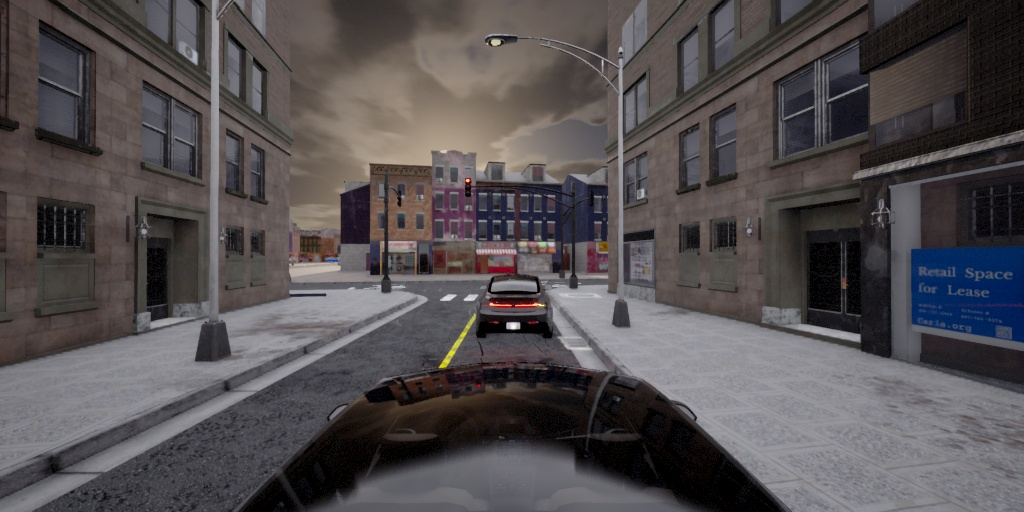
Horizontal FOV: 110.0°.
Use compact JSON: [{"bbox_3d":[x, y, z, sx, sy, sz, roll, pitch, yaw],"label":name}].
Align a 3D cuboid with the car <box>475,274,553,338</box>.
[{"bbox_3d":[0.100,1.256,10.148,1.837,1.490,4.892,0,0,2],"label":"car"}]
